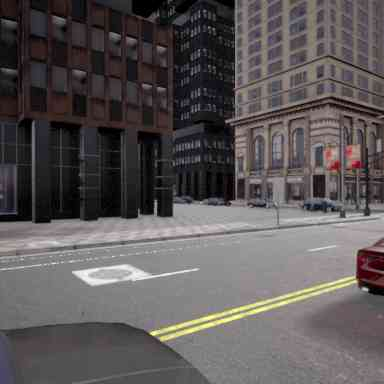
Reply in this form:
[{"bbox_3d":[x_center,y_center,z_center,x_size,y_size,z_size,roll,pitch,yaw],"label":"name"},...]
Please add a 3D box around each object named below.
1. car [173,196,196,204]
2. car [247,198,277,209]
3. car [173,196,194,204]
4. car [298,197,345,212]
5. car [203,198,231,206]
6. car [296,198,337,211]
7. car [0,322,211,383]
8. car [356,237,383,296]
[{"bbox_3d":[-1.571,1.547,66.816,2.128,1.511,4.902,0,0,-35],"label":"car"},{"bbox_3d":[9.673,1.525,45.363,2.128,1.511,4.902,0,0,-35],"label":"car"},{"bbox_3d":[-2.128,1.608,62.138,2.033,1.411,5.357,0,0,-35],"label":"car"},{"bbox_3d":[14.948,1.376,37.897,2.097,1.767,4.553,0,0,-35],"label":"car"},{"bbox_3d":[3.982,1.593,53.429,2.033,1.411,5.357,0,0,-35],"label":"car"},{"bbox_3d":[15.760,1.543,42.178,1.812,1.442,4.674,0,0,-35],"label":"car"},{"bbox_3d":[-2.334,1.547,1.779,5.357,1.411,2.033,0,0,-35],"label":"car"},{"bbox_3d":[5.681,1.477,7.494,5.008,1.535,1.882,0,0,-36],"label":"car"}]
